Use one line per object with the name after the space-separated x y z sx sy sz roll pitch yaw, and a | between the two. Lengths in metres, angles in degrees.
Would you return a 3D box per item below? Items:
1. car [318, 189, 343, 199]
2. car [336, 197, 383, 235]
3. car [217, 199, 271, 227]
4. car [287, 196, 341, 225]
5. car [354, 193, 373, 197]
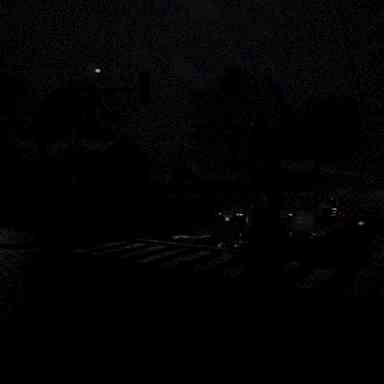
16.663 0.612 40.052 2.150 2.045 5.566 0 1 35 | car
9.010 1.223 17.139 1.882 1.535 5.008 0 1 33 | car
3.393 1.247 21.023 2.128 1.511 4.902 0 1 35 | car
7.975 1.245 21.920 2.033 1.411 5.357 0 1 35 | car
20.810 0.869 40.295 1.812 1.442 4.674 0 1 35 | car
